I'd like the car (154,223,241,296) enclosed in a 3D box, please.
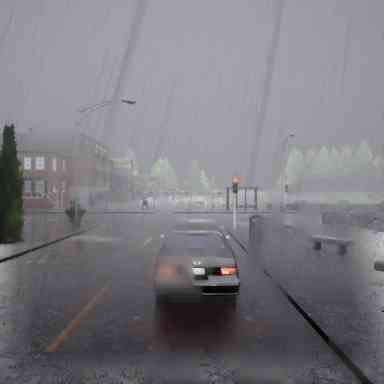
[{"bbox_3d":[0.101,1.547,8.808,2.033,1.411,5.357,0,0,0],"label":"car"}]
